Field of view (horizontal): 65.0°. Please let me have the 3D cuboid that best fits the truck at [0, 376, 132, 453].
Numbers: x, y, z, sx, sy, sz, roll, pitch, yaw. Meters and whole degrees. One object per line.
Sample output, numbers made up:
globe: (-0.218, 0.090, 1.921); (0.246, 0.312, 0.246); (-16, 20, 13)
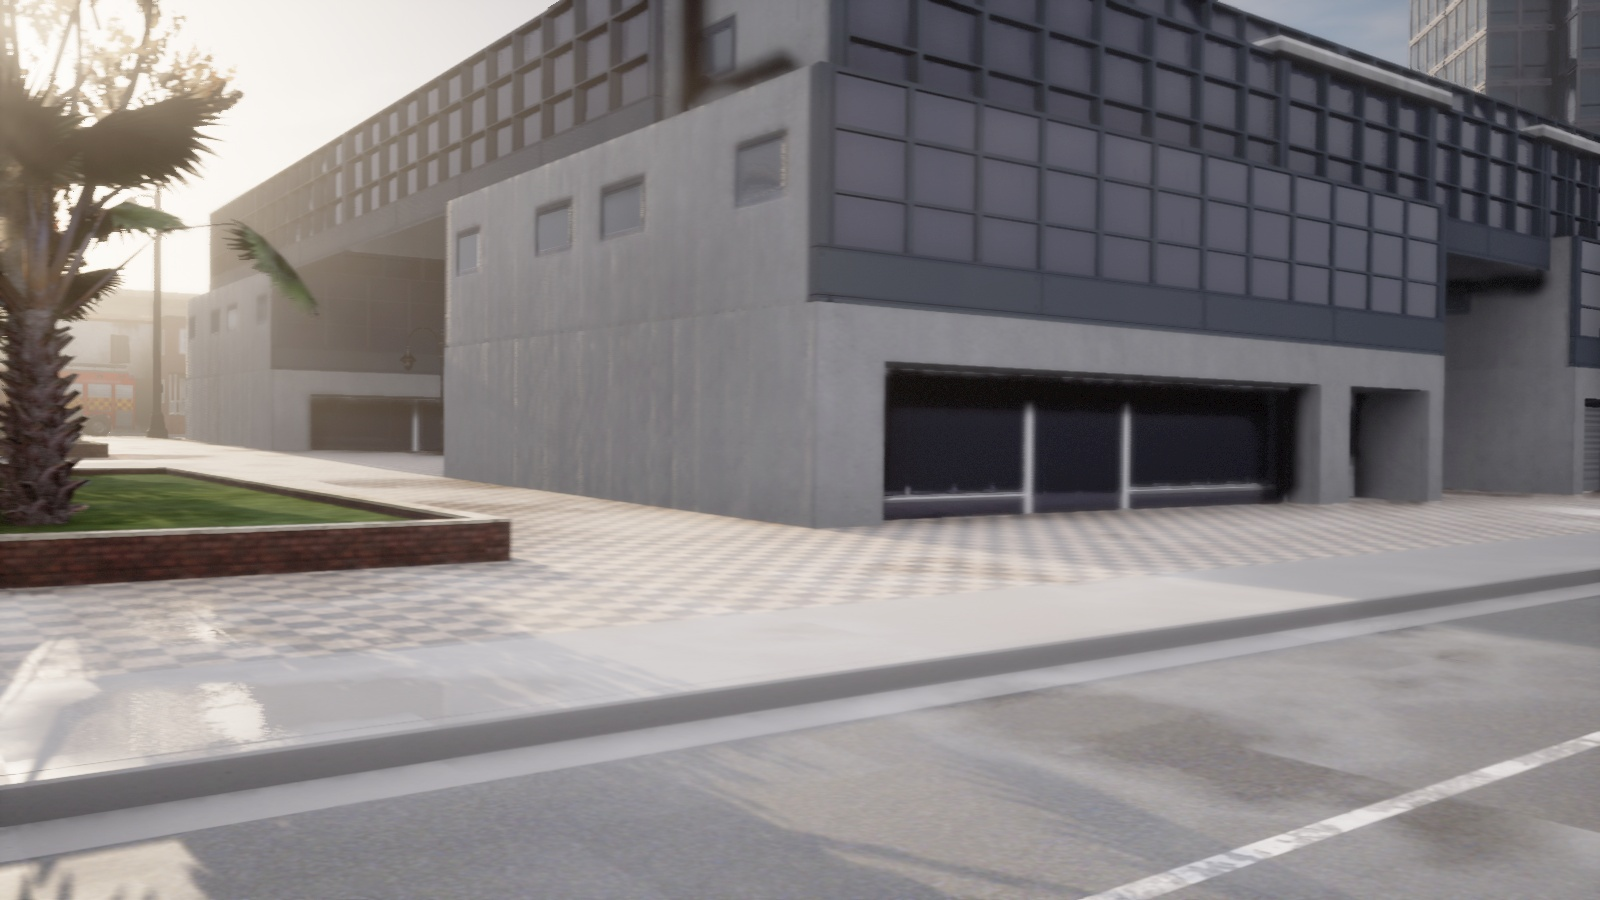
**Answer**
truck: (-39.514, -1.799, 64.889); (8.468, 3.827, 2.891); (-1, 1, -37)
